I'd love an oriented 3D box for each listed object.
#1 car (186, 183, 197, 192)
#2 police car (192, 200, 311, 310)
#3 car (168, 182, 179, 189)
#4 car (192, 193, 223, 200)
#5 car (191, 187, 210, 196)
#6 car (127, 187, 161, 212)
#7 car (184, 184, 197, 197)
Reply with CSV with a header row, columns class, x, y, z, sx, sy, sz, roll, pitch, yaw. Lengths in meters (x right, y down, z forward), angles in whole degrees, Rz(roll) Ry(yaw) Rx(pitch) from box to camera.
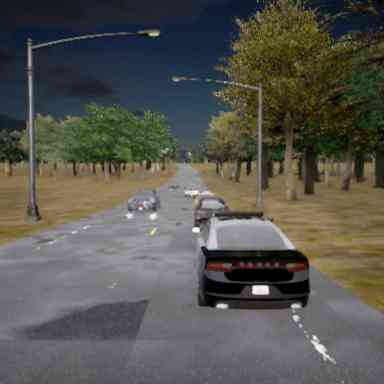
class,x,y,z,sx,sy,sz,roll,pitch,yaw
car,-0.079,-0.764,58.186,1.895,1.301,4.718,0,4,0
police car,1.043,1.214,7.640,1.930,1.638,5.238,0,2,0
car,-3.611,-1.341,66.353,1.994,1.385,4.181,0,4,0
car,1.029,1.001,17.527,1.812,1.442,4.674,0,2,0
car,1.020,0.714,23.710,1.801,1.575,5.366,0,2,0
car,-3.627,0.538,25.737,2.097,1.767,4.553,0,2,0
car,-0.040,-0.024,45.058,1.895,1.301,4.718,0,3,0
